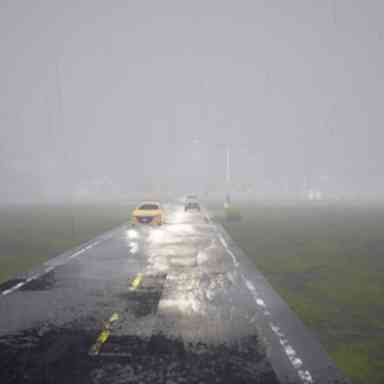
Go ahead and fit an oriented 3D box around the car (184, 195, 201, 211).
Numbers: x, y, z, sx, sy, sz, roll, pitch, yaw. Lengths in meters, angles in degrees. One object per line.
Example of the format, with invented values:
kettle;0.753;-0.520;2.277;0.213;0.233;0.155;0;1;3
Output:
car;0.062;1.445;38.251;2.033;1.411;5.357;0;0;1

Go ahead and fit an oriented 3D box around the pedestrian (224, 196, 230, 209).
pedestrian;2.834;1.230;26.645;0.375;1.860;0.375;0;0;4

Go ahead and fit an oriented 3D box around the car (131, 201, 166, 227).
car;-2.839;1.419;22.536;1.882;1.535;5.008;0;0;0

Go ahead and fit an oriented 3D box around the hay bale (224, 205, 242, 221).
hay bale;3.135;1.589;25.546;1.220;1.180;1.240;0;0;0

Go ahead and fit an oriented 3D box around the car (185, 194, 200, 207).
car;-0.009;1.220;48.418;2.097;1.767;4.553;0;0;-1
